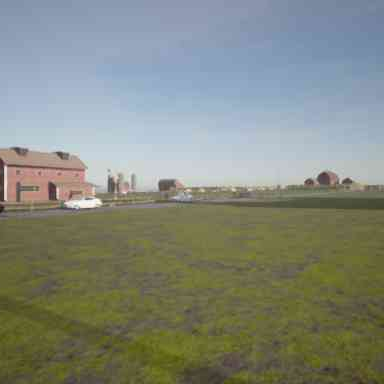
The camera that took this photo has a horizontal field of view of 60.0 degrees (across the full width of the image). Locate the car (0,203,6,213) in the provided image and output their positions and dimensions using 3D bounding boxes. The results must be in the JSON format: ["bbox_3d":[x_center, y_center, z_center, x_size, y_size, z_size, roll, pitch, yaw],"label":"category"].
[{"bbox_3d":[-19.050,1.401,29.135,1.837,1.490,4.892,0,1,36],"label":"car"}]

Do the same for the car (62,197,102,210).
[{"bbox_3d":[-12.499,1.259,38.141,1.812,1.442,4.674,0,1,36],"label":"car"}]

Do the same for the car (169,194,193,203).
[{"bbox_3d":[-1.614,0.981,53.045,1.812,1.442,4.674,0,1,36],"label":"car"}]
